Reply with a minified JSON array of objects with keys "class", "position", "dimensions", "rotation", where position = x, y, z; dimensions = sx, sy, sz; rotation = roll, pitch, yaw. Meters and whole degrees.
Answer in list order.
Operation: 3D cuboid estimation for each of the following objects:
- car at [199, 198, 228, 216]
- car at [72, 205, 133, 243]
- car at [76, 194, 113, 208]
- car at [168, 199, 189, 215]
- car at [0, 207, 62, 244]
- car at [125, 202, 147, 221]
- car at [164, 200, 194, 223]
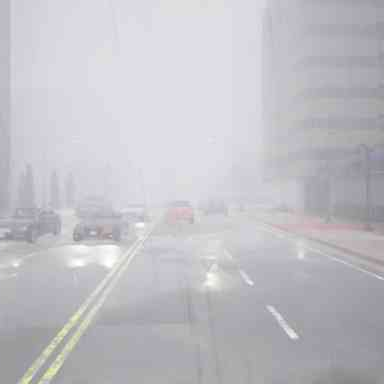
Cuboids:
[{"class":"car","position":[2.184,1.352,32.601],"dimensions":[2.097,1.767,4.553],"rotation":[0,0,-3]},{"class":"car","position":[-4.268,1.564,16.070],"dimensions":[1.994,1.385,4.181],"rotation":[0,0,-3]},{"class":"car","position":[-8.337,1.222,28.880],"dimensions":[2.150,2.045,5.566],"rotation":[0,0,-2]},{"class":"car","position":[-1.440,1.547,35.216],"dimensions":[2.033,1.411,5.357],"rotation":[0,0,-2]},{"class":"car","position":[-7.747,1.490,15.793],"dimensions":[2.128,1.511,4.902],"rotation":[0,0,-2]},{"class":"car","position":[-4.675,1.525,26.857],"dimensions":[1.812,1.442,4.674],"rotation":[0,0,-2]},{"class":"car","position":[-0.986,1.352,25.264],"dimensions":[2.097,1.767,4.553],"rotation":[0,0,-3]}]
